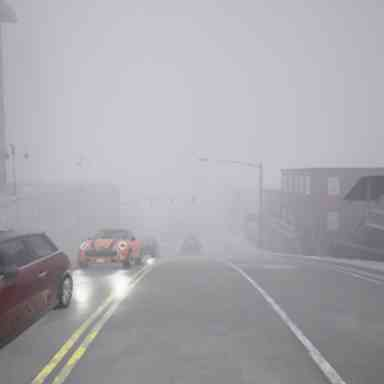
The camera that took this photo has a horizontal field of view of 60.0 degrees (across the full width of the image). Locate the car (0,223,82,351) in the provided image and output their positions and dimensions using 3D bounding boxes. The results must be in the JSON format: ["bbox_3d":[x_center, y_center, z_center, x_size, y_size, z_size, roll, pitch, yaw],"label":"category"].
[{"bbox_3d":[-3.602,1.486,5.273,2.097,1.767,4.553,0,-1,0],"label":"car"}]

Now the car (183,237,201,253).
[{"bbox_3d":[-0.029,5.852,35.898,1.895,1.301,4.718,0,-7,0],"label":"car"}]

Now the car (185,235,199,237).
[{"bbox_3d":[-0.039,6.561,45.855,1.994,1.385,4.181,0,-2,0],"label":"car"}]

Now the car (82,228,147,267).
[{"bbox_3d":[-3.608,2.461,15.409,2.097,1.767,4.553,0,-9,0],"label":"car"}]

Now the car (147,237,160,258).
[{"bbox_3d":[-3.611,4.234,25.663,1.882,1.535,5.008,0,-9,0],"label":"car"}]
